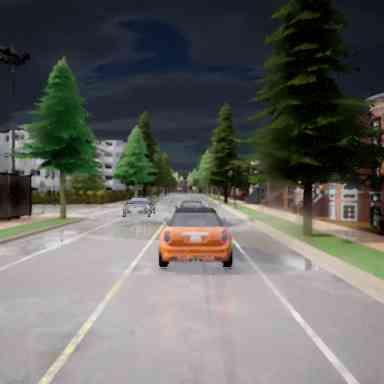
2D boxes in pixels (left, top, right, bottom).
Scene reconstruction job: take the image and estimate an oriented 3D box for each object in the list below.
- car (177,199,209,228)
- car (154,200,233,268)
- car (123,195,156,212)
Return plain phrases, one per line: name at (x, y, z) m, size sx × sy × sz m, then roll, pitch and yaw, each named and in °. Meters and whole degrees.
car at (-0.050, 1.305, 21.652) m, size 1.837 × 1.490 × 4.892 m, roll 0°, pitch 1°, yaw -3°
car at (0.100, 1.249, 11.081) m, size 2.097 × 1.767 × 4.553 m, roll 0°, pitch 1°, yaw 0°
car at (-3.504, 0.930, 22.718) m, size 1.812 × 1.442 × 4.674 m, roll 0°, pitch 1°, yaw 0°
